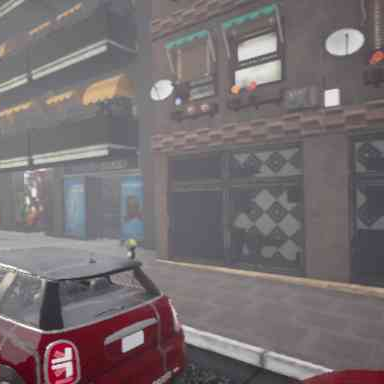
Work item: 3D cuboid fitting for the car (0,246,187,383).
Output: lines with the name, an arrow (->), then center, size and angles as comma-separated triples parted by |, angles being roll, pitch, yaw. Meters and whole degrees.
car -> -2.139, 1.434, 4.281 | 4.097, 1.590, 1.967 | 0, -1, 36

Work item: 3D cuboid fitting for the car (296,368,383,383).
car -> 2.359, 1.547, 1.062 | 4.507, 1.381, 1.887 | 0, -1, 36
